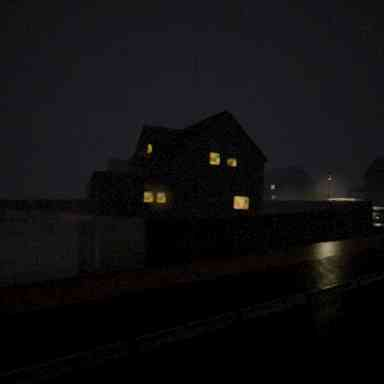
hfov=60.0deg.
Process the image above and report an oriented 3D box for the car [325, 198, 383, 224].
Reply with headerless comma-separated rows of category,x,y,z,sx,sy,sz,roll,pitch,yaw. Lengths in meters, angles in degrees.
car,13.545,1.570,27.653,2.150,2.045,5.566,3,-3,-29
